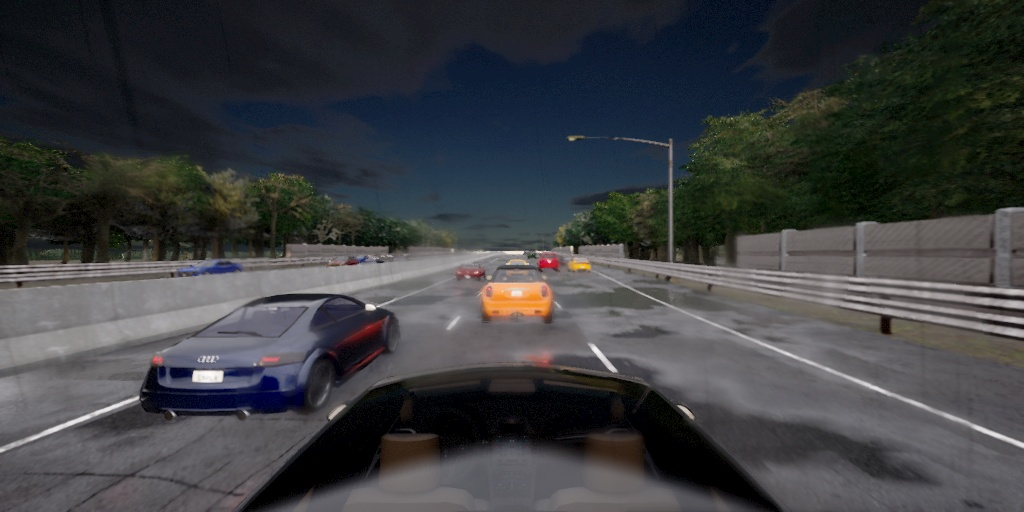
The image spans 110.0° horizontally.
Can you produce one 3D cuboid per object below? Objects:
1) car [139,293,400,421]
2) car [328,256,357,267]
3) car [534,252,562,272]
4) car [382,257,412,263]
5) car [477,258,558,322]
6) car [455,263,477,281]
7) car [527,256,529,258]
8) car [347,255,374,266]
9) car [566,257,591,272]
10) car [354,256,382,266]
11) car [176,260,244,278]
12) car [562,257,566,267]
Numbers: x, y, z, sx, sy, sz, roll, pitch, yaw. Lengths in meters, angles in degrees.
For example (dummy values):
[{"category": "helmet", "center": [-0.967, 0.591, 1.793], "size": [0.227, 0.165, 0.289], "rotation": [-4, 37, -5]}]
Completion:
[{"category": "car", "center": [-3.378, 1.303, 5.998], "size": [1.994, 1.385, 4.181], "rotation": [0, 0, 0]}, {"category": "car", "center": [-20.488, 0.781, 43.802], "size": [2.097, 1.767, 4.553], "rotation": [0, 1, 1]}, {"category": "car", "center": [4.040, 0.686, 40.658], "size": [2.150, 2.045, 5.566], "rotation": [0, 1, 1]}, {"category": "car", "center": [-13.494, 0.920, 43.601], "size": [2.128, 1.511, 4.902], "rotation": [0, 1, 1]}, {"category": "car", "center": [0.165, 1.067, 12.208], "size": [2.097, 1.767, 4.553], "rotation": [0, 0, 0]}, {"category": "car", "center": [-3.102, 1.212, 27.988], "size": [1.895, 1.301, 4.718], "rotation": [0, 1, 1]}, {"category": "car", "center": [0.459, 1.057, 31.149], "size": [1.882, 1.535, 5.008], "rotation": [0, 1, 1]}, {"category": "car", "center": [-23.708, 0.698, 56.267], "size": [1.882, 1.535, 5.008], "rotation": [0, 1, 2]}, {"category": "car", "center": [7.388, 0.955, 39.441], "size": [1.882, 1.535, 5.008], "rotation": [0, 1, 3]}, {"category": "car", "center": [-16.991, 0.993, 43.682], "size": [1.994, 1.385, 4.181], "rotation": [0, 1, 1]}, {"category": "car", "center": [-23.579, 1.097, 28.217], "size": [1.882, 1.535, 5.008], "rotation": [0, 1, -2]}, {"category": "car", "center": [7.734, 0.833, 50.344], "size": [1.812, 1.442, 4.674], "rotation": [0, 1, 1]}]
